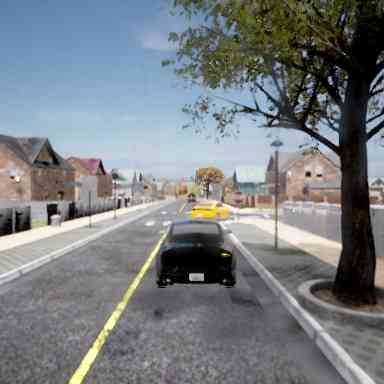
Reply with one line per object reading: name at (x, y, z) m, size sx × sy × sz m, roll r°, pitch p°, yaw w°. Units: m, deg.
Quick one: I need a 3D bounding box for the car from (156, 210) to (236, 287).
car at (0.090, 1.495, 9.271) m, size 1.837 × 1.490 × 4.892 m, roll 0°, pitch 0°, yaw 0°

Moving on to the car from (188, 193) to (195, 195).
car at (-0.088, 1.392, 83.563) m, size 2.150 × 2.045 × 5.566 m, roll 0°, pitch -1°, yaw 0°

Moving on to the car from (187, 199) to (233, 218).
car at (1.585, 1.524, 25.505) m, size 1.882 × 1.535 × 5.008 m, roll -1°, pitch -2°, yaw 24°

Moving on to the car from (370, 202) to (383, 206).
car at (16.516, 1.633, 29.839) m, size 4.181 × 1.385 × 1.994 m, roll 1°, pitch 2°, yaw 9°

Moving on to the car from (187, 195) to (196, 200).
car at (-0.077, 1.836, 73.539) m, size 1.895 × 1.301 × 4.718 m, roll 0°, pitch 0°, yaw 0°
